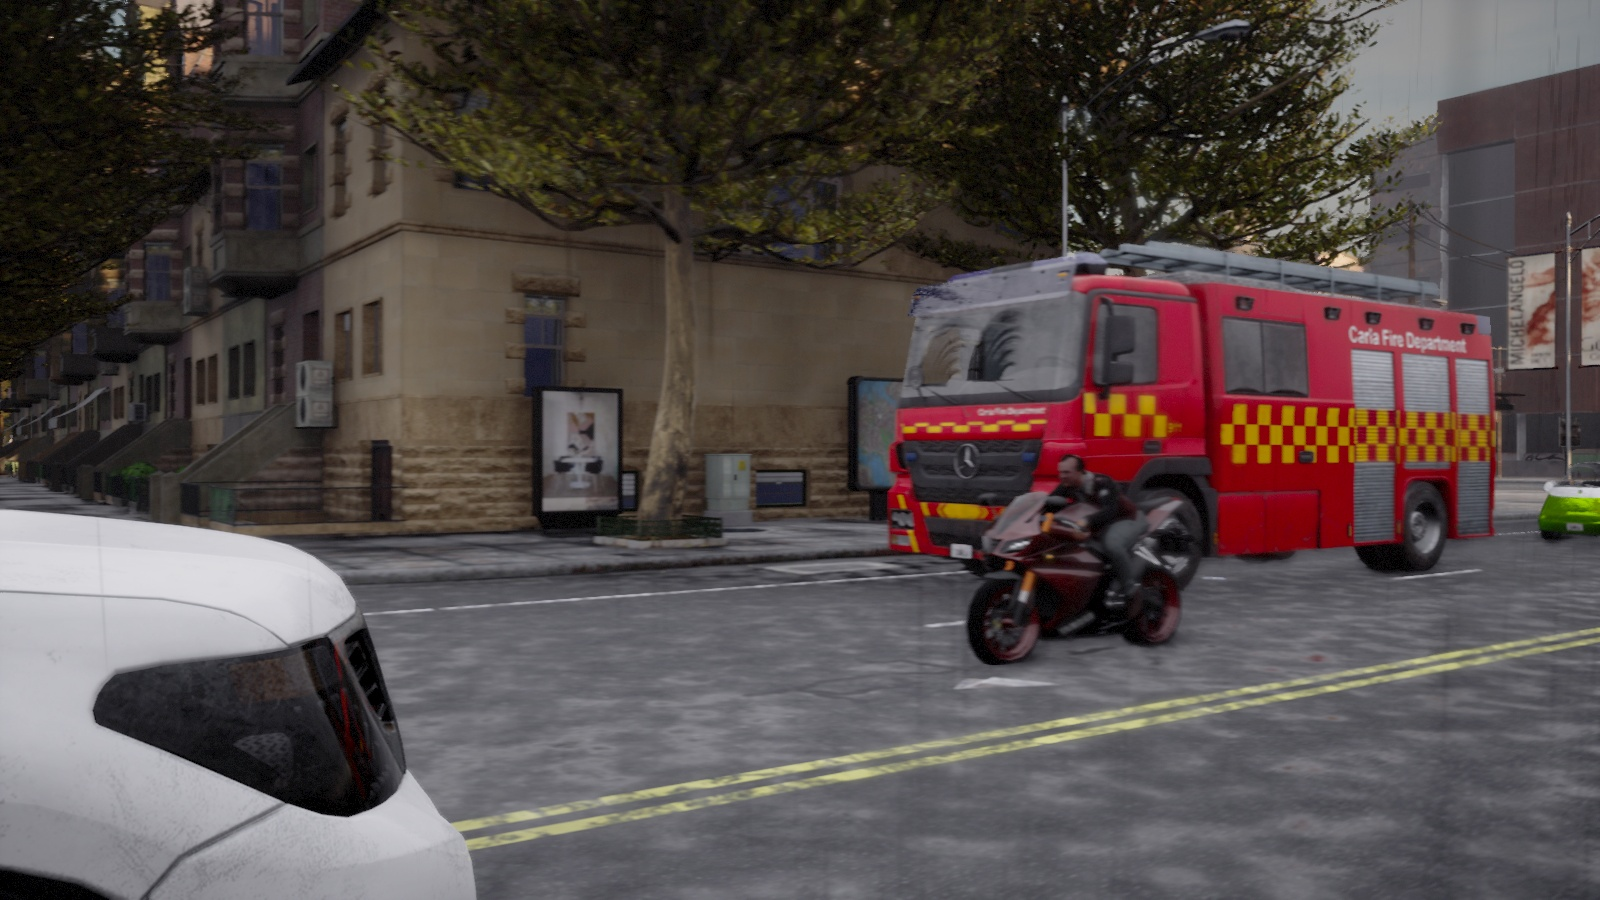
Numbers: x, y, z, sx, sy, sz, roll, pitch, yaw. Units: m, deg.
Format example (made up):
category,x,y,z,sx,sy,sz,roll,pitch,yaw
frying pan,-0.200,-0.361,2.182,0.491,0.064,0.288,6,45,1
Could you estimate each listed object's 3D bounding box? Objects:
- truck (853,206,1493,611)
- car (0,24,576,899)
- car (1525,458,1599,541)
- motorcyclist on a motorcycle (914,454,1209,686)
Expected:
category,x,y,z,sx,sy,sz,roll,pitch,yaw
truck,4.907,-0.392,15.474,8.468,3.827,2.891,0,0,-35
car,-3.271,0.474,1.382,5.566,2.045,2.150,0,0,-35
car,13.931,0.824,21.777,2.207,1.376,1.481,0,0,-32
motorcyclist on a motorcycle,1.965,0.798,9.293,2.191,1.530,0.866,0,0,-35
